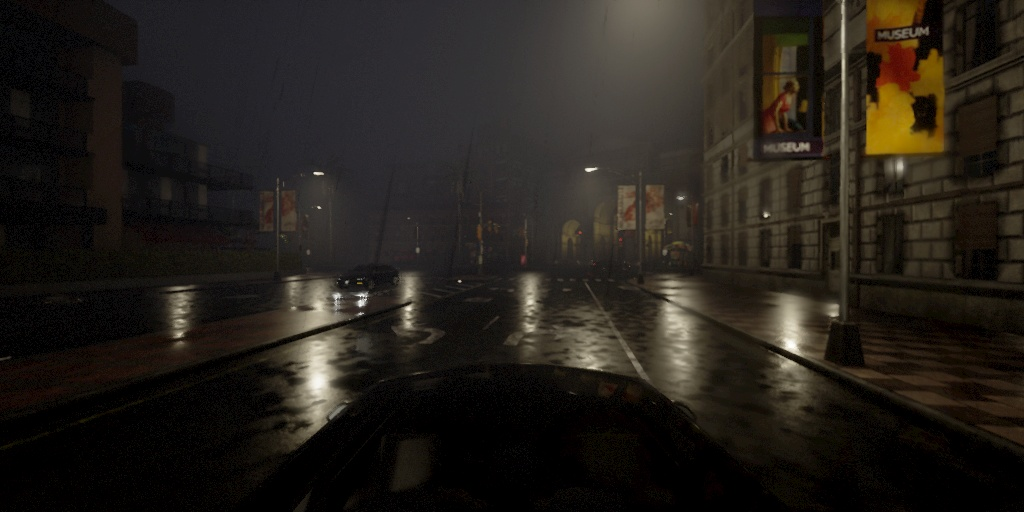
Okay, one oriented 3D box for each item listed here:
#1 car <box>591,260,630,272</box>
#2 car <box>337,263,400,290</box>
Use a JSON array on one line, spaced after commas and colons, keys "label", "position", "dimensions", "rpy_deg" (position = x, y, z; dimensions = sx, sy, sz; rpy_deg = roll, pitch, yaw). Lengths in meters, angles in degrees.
[{"label": "car", "position": [12.257, 1.212, 44.476], "dimensions": [4.892, 1.490, 1.837], "rpy_deg": [1, -6, -14]}, {"label": "car", "position": [-8.711, 1.213, 22.158], "dimensions": [1.837, 1.490, 4.892], "rpy_deg": [0, 0, 10]}]
